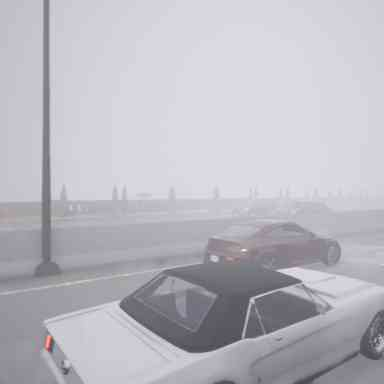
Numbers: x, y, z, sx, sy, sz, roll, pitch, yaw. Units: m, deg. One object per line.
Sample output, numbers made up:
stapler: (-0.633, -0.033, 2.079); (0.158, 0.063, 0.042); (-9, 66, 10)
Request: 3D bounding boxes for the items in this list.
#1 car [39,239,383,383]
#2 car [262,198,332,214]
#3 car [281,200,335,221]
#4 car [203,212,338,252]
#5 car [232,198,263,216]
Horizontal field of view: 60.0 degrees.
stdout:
car: (0.750, 1.601, 4.281); (4.718, 1.301, 1.895); (0, 0, -36)
car: (7.167, 1.352, 21.996); (4.553, 1.767, 2.097); (0, 0, -35)
car: (9.926, 1.505, 28.251); (4.892, 1.490, 1.837); (0, 0, -35)
car: (2.447, 1.526, 9.793); (4.674, 1.442, 1.812); (0, 0, -36)
car: (5.675, 1.352, 29.522); (4.553, 1.767, 2.097); (0, 0, -35)
